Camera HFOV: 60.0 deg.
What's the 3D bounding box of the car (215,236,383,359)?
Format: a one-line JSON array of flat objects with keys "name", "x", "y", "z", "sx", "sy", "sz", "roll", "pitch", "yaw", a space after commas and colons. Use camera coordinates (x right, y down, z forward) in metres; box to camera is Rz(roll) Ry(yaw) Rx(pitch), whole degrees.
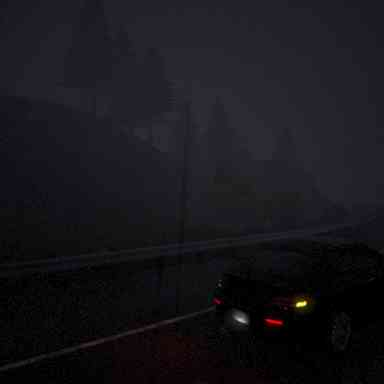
[{"name": "car", "x": 2.453, "y": 1.539, "z": 6.016, "sx": 4.674, "sy": 1.442, "sz": 1.812, "roll": 0, "pitch": 0, "yaw": -39}]
